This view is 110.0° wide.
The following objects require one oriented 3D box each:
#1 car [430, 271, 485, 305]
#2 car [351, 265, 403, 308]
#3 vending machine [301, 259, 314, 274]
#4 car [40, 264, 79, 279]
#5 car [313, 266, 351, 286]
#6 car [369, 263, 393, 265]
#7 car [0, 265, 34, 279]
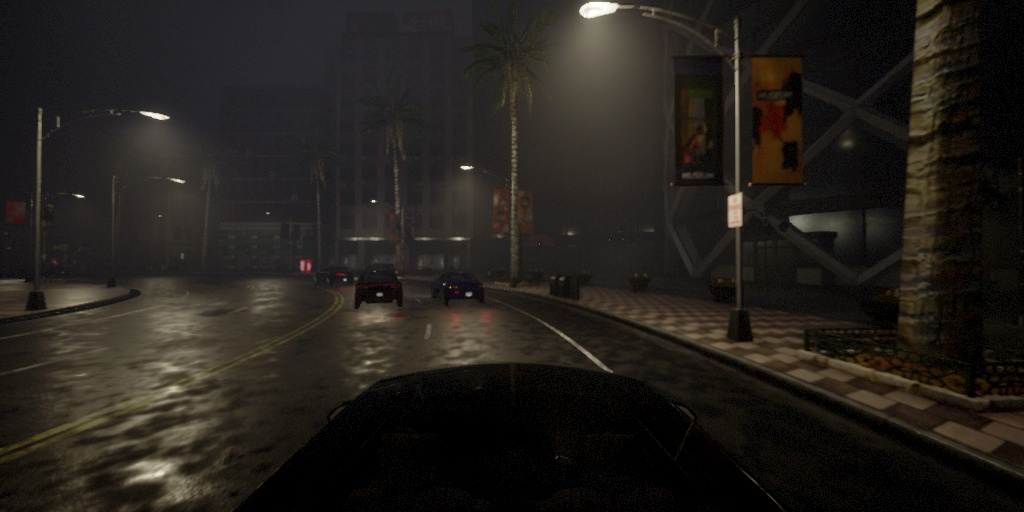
[{"bbox_3d":[-2.660,1.438,17.137,1.812,1.442,4.674,0,0,-22],"label":"car"},{"bbox_3d":[-6.129,1.382,16.389,1.882,1.535,5.008,0,0,-22],"label":"car"},{"bbox_3d":[-28.699,1.453,49.931,0.880,2.100,1.100,0,0,18],"label":"vending machine"},{"bbox_3d":[-49.737,1.616,38.596,5.008,1.535,1.882,0,-1,3],"label":"car"},{"bbox_3d":[-14.336,1.542,28.766,4.892,1.490,1.837,0,0,44],"label":"car"},{"bbox_3d":[-11.701,1.410,31.071,4.553,1.767,2.097,-1,-1,45],"label":"car"},{"bbox_3d":[-50.508,1.667,35.132,4.181,1.385,1.994,0,-1,2],"label":"car"}]
